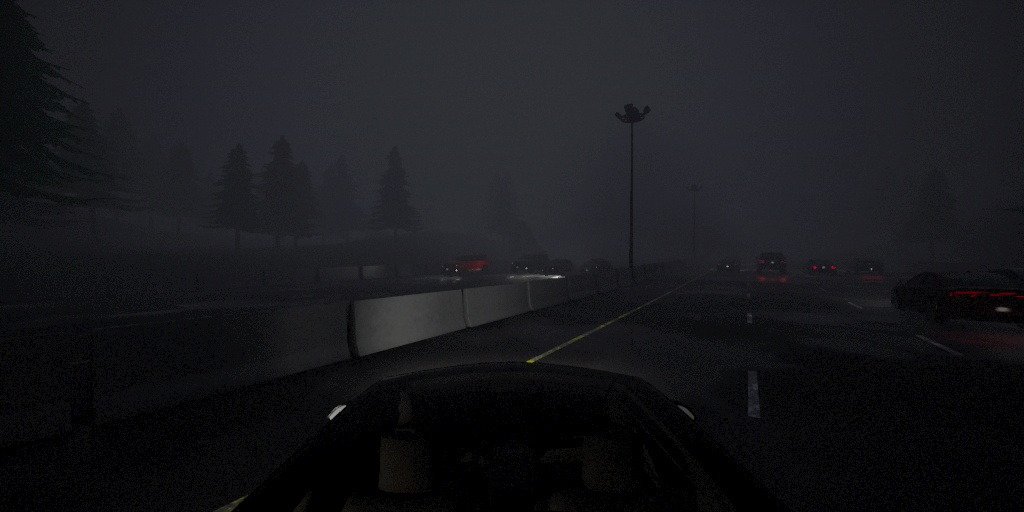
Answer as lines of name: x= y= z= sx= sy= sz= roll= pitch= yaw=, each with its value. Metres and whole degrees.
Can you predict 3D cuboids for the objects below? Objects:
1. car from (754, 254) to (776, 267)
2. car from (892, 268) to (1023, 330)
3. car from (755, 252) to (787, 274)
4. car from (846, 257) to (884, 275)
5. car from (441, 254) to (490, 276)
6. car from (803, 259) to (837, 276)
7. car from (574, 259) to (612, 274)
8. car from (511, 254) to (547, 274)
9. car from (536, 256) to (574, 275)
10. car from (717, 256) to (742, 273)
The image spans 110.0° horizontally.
car: x=33.008 y=0.584 z=46.881 sx=2.128 sy=1.511 sz=4.902 roll=0 pitch=1 yaw=33
car: x=13.793 y=1.192 z=11.154 sx=1.882 sy=1.535 sz=5.008 roll=0 pitch=0 yaw=33
car: x=24.834 y=0.628 z=34.406 sx=2.150 sy=2.045 sz=5.566 roll=0 pitch=1 yaw=33
car: x=32.070 y=0.867 z=32.681 sx=1.837 sy=1.490 sz=4.892 roll=0 pitch=0 yaw=33
car: x=-4.368 y=0.832 z=34.862 sx=2.150 sy=2.045 sz=5.566 roll=0 pitch=1 yaw=34
car: x=27.582 y=0.962 z=32.217 sx=2.033 sy=1.411 sz=5.357 roll=0 pitch=1 yaw=33
car: x=8.203 y=1.028 z=34.797 sx=2.128 sy=1.511 sz=4.902 roll=0 pitch=1 yaw=34
car: x=2.064 y=0.761 z=38.207 sx=2.150 sy=2.045 sz=5.566 roll=0 pitch=1 yaw=34
car: x=4.682 y=1.053 z=35.830 sx=1.837 sy=1.490 sz=4.892 roll=0 pitch=1 yaw=34
car: x=22.280 y=0.956 z=36.899 sx=1.994 sy=1.385 sz=4.181 roll=0 pitch=1 yaw=33
